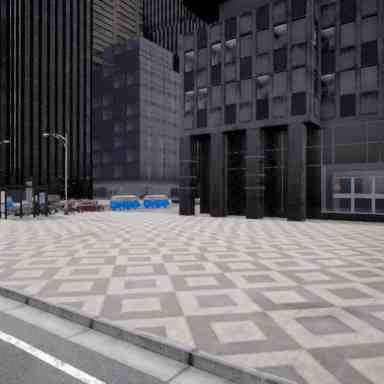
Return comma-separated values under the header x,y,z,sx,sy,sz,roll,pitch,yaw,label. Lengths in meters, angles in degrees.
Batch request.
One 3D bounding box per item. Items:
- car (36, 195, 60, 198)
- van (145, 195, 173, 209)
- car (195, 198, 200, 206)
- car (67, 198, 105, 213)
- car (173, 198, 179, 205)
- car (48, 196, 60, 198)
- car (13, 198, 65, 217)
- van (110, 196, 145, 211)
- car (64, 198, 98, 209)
x,y,z,sx,sy,sz,roll,pitch,yaw,label
-18.293,1.285,40.527,2.192,1.841,5.009,0,0,35,car
-4.763,1.330,44.836,1.690,1.788,3.998,0,0,35,van
1.821,1.570,54.087,1.802,1.307,4.206,0,0,35,car
-11.348,1.576,35.585,1.802,1.307,4.206,0,0,35,car
-1.665,1.572,59.142,1.895,1.301,4.718,0,0,36,car
-15.186,1.502,40.302,1.812,1.442,4.674,0,0,35,car
-14.641,1.549,30.960,2.008,1.369,4.403,0,0,35,car
-8.055,1.332,40.211,1.690,1.788,3.998,0,0,35,van
-15.002,1.549,45.153,1.802,1.307,4.206,0,0,35,car
